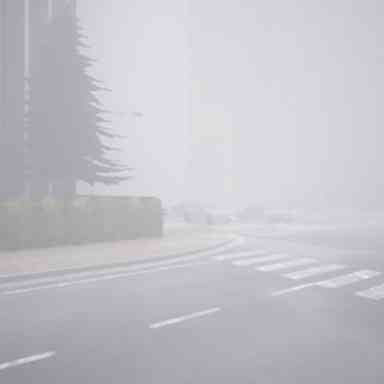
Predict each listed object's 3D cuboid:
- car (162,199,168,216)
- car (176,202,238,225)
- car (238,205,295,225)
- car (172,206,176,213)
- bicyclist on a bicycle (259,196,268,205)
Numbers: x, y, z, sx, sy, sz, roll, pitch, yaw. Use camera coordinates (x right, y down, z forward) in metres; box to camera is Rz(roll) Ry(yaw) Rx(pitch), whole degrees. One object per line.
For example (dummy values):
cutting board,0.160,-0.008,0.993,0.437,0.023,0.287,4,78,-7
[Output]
car,-4.250,1.635,32.430,1.895,1.301,4.718,0,0,-35
car,1.025,1.561,24.993,1.812,1.442,4.674,0,0,-35
car,5.342,1.632,24.957,1.895,1.301,4.718,0,0,-35
car,0.018,1.631,32.458,1.895,1.301,4.718,0,0,-35
bicyclist on a bicycle,8.766,1.317,40.834,1.656,1.620,0.582,0,0,-35
